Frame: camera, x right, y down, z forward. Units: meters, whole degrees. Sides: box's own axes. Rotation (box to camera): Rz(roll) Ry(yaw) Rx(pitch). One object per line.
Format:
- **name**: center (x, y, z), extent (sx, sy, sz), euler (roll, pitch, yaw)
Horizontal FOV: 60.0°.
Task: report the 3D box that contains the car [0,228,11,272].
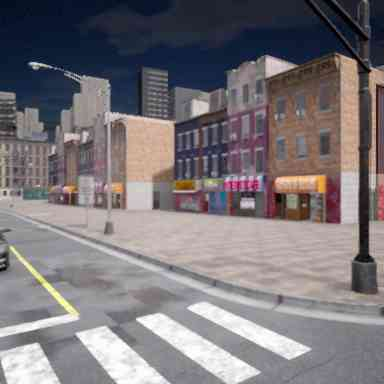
- **car**: center (-6.847, 1.498, 10.213), extent (2.128, 1.511, 4.902), euler (0, 0, -35)
